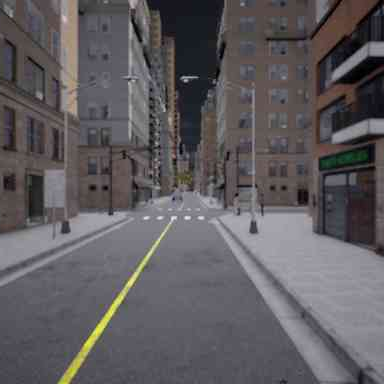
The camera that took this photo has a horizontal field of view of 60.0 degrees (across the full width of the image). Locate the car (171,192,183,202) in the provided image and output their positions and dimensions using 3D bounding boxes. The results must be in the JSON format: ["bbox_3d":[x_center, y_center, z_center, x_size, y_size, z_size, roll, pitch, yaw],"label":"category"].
[{"bbox_3d":[-3.007,0.997,68.601,2.150,2.045,5.566,0,0,0],"label":"car"}]

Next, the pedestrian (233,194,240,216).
[{"bbox_3d":[3.632,1.041,27.309,0.375,1.860,0.375,0,0,0],"label":"pedestrian"}]

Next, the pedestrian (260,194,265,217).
[{"bbox_3d":[5.632,1.032,26.709,0.375,1.860,0.375,0,0,0],"label":"pedestrian"}]

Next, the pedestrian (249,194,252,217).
[{"bbox_3d":[4.632,1.043,26.108,0.375,1.860,0.375,0,0,0],"label":"pedestrian"}]
